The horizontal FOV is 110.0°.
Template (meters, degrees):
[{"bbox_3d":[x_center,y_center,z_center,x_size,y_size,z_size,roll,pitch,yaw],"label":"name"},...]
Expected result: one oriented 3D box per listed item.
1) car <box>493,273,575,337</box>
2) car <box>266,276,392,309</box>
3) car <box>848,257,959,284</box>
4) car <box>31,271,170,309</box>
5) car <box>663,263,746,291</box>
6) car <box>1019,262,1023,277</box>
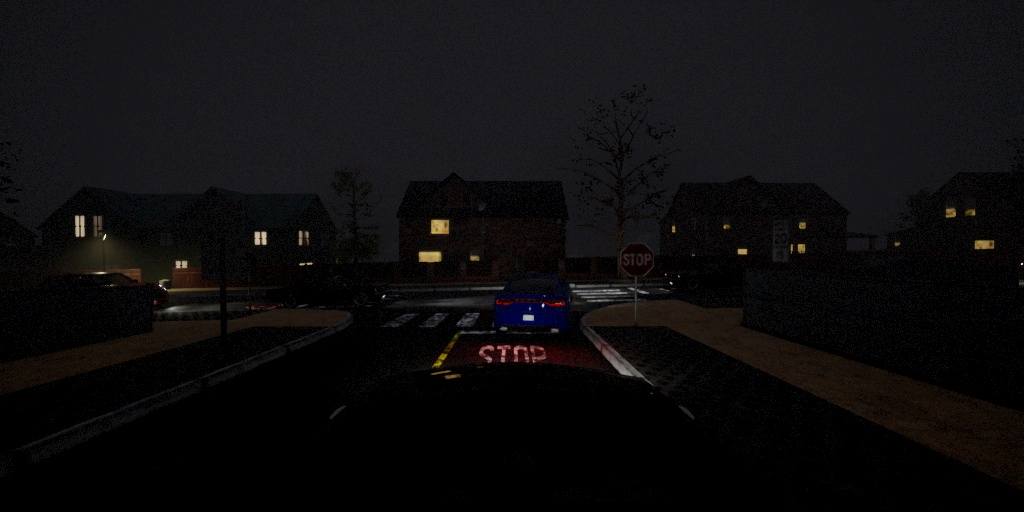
[{"bbox_3d":[0.789,1.226,10.440,1.882,1.535,5.008,0,0,10],"label":"car"},{"bbox_3d":[-7.807,1.506,15.651,4.718,1.301,1.895,-1,1,0],"label":"car"},{"bbox_3d":[20.062,0.753,18.605,5.357,1.411,2.033,-1,1,0],"label":"car"},{"bbox_3d":[-17.897,1.498,15.647,4.553,1.767,2.097,-1,1,0],"label":"car"},{"bbox_3d":[10.416,1.034,18.572,4.718,1.301,1.895,-1,1,-1],"label":"car"},{"bbox_3d":[29.572,0.334,18.593,4.553,1.767,2.097,-1,1,0],"label":"car"}]
